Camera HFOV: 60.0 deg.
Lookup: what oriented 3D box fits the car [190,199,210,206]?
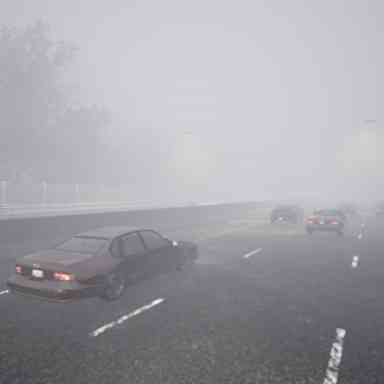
[{"bbox_3d":[1.978,1.809,45.779,1.812,1.442,4.674,0,0,28],"label":"car"}]

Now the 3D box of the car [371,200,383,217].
[{"bbox_3d":[18.645,1.689,32.020,2.033,1.411,5.357,0,0,28],"label":"car"}]

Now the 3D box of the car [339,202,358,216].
[{"bbox_3d":[16.059,1.714,34.570,2.033,1.411,5.357,0,0,28],"label":"car"}]

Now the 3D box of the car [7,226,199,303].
[{"bbox_3d":[-1.756,1.606,8.544,2.033,1.411,5.357,0,0,28],"label":"car"}]

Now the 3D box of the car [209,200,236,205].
[{"bbox_3d":[4.620,1.807,43.300,2.033,1.411,5.357,0,0,28],"label":"car"}]

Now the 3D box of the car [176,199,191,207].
[{"bbox_3d":[-0.521,1.801,48.528,2.128,1.511,4.902,0,0,28],"label":"car"}]

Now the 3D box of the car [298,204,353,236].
[{"bbox_3d":[7.875,1.642,19.209,2.033,1.411,5.357,0,-1,29],"label":"car"}]

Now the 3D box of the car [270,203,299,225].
[{"bbox_3d":[7.447,1.643,25.839,1.837,1.490,4.892,0,0,28],"label":"car"}]

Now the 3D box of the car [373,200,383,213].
[{"bbox_3d":[23.497,1.716,41.285,1.812,1.442,4.674,0,0,29],"label":"car"}]
